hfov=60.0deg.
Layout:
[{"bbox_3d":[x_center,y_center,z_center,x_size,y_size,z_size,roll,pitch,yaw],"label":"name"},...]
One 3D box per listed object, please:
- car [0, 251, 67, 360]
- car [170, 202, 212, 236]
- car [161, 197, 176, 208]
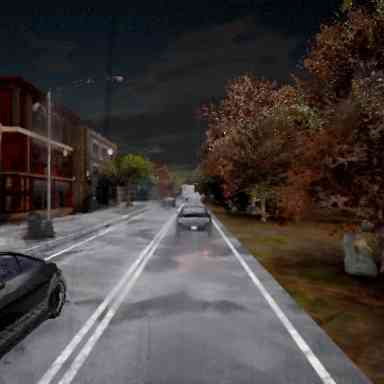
[{"bbox_3d":[-3.351,1.565,4.596,1.994,1.385,4.181,0,0,0],"label":"car"},{"bbox_3d":[0.097,1.490,18.314,2.128,1.511,4.902,0,0,0],"label":"car"},{"bbox_3d":[-3.333,1.465,47.932,1.882,1.535,5.008,0,0,0],"label":"car"}]
